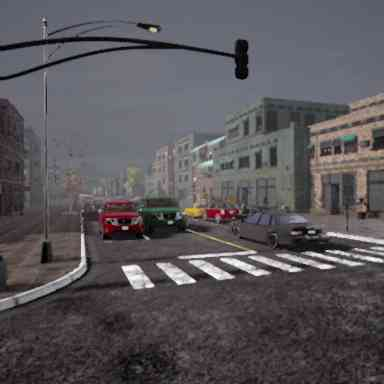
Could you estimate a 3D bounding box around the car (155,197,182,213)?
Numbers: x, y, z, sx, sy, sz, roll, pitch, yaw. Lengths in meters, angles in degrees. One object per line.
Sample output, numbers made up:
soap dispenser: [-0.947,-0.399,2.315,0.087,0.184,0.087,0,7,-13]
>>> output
car: [-2.984,1.577,41.665,2.192,1.841,5.009,-1,0,-18]

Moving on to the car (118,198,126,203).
car: [-18.740,2.349,89.044,1.802,1.307,4.206,-1,0,-18]

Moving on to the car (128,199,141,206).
car: [-11.735,2.087,67.987,1.887,1.381,4.507,-1,0,-18]

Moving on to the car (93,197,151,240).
car: [-3.929,1.397,17.960,2.192,1.841,5.009,-1,0,-18]

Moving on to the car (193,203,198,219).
car: [0.469,1.676,31.297,1.752,1.417,4.829,-1,0,-18]

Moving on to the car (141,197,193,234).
car: [-2.011,1.307,20.412,2.150,2.045,5.566,0,0,-18]

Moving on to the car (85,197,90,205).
car: [-21.437,2.195,70.604,2.008,1.369,4.403,-1,0,-18]

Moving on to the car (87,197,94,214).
car: [-10.932,1.748,39.017,1.967,1.590,4.097,-1,0,-18]

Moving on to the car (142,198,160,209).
car: [-6.483,1.815,52.194,1.967,1.590,4.097,-1,0,-18]

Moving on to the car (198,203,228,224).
car: [2.273,1.533,25.872,1.967,1.590,4.097,-1,0,-18]

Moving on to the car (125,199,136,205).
car: [-13.486,2.181,73.251,1.802,1.307,4.206,-1,0,-18]

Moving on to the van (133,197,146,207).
van: [-9.988,1.828,62.723,1.690,1.788,3.998,-1,0,-18]

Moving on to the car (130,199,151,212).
car: [-7.261,1.825,46.174,2.128,1.511,4.902,0,0,-18]

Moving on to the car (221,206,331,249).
car: [3.510,1.544,14.559,2.033,1.411,5.357,0,0,-21]

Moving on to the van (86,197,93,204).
van: [-26.695,2.153,86.398,1.690,1.788,3.998,-1,0,-18]

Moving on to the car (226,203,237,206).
car: [4.026,1.603,20.607,1.947,1.339,4.313,-1,0,-18]

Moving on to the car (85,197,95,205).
car: [-24.944,2.071,81.134,2.192,1.841,5.009,-1,0,-18]

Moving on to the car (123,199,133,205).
car: [-15.237,2.237,78.516,1.802,1.307,4.206,-1,0,-18]
